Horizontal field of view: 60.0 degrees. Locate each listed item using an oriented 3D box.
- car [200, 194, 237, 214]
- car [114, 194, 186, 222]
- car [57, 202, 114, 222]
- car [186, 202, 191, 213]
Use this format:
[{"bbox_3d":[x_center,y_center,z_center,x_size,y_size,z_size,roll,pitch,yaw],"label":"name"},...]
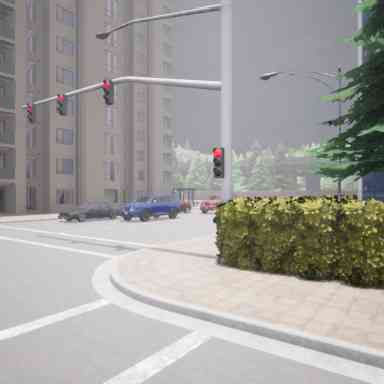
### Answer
[{"bbox_3d":[3.091,1.221,35.573,2.150,2.045,5.566,0,0,36],"label":"car"},{"bbox_3d":[-3.254,1.221,26.939,2.150,2.045,5.566,0,0,36],"label":"car"},{"bbox_3d":[-7.875,1.547,26.554,2.033,1.411,5.357,0,0,36],"label":"car"},{"bbox_3d":[-2.071,1.478,34.462,1.882,1.535,5.008,0,0,36],"label":"car"}]
